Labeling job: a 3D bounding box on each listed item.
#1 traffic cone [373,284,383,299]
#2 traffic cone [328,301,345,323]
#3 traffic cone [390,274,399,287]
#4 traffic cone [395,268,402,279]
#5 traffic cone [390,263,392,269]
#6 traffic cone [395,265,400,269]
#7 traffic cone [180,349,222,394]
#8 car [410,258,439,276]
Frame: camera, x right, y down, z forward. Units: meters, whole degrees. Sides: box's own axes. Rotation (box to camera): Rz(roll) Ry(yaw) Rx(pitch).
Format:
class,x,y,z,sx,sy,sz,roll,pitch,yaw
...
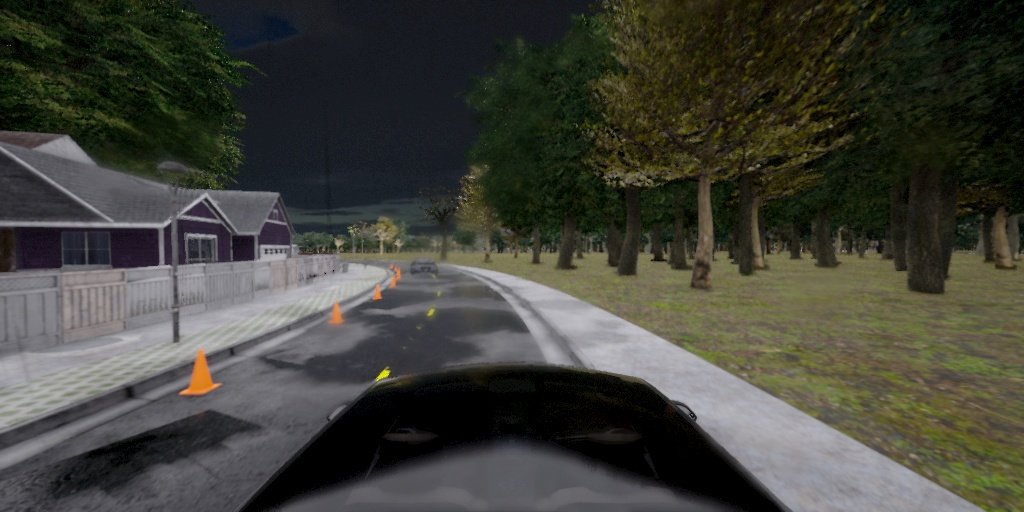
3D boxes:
class,x,y,z,sx,sy,sz,roll,pitch,yaw
traffic cone,-5.576,1.466,14.882,0.340,0.580,0.340,0,0,-9
traffic cone,-4.915,1.557,10.064,0.340,0.580,0.340,0,0,-6
traffic cone,-6.501,1.377,19.656,0.340,0.580,0.340,0,0,-13
traffic cone,-7.685,1.291,24.372,0.340,0.580,0.340,0,0,-16
traffic cone,-12.760,1.056,38.036,0.340,0.580,0.340,0,0,-25
traffic cone,-9.126,1.209,29.017,0.340,0.580,0.340,0,0,-19
traffic cone,-4.518,1.649,5.217,0.340,0.580,0.340,0,0,-3
car,-7.016,0.819,28.550,1.994,1.385,4.181,0,1,-18
